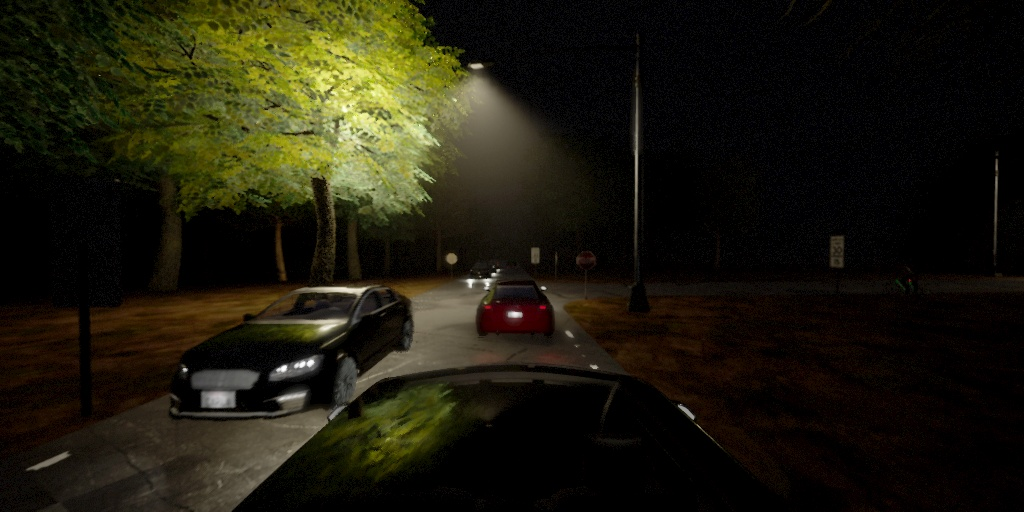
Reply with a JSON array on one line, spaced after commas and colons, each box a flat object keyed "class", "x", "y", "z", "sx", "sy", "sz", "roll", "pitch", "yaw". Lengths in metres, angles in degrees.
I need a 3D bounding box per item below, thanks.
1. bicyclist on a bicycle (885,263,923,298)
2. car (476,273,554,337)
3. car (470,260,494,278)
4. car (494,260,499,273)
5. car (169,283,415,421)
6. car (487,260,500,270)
[{"class": "bicyclist on a bicycle", "x": 18.536, "y": 1.140, "z": 16.986, "sx": 0.582, "sy": 1.620, "sz": 1.656, "roll": -1, "pitch": -1, "yaw": 0}, {"class": "car", "x": 0.089, "y": 1.365, "z": 10.484, "sx": 1.994, "sy": 1.385, "sz": 4.181, "roll": 0, "pitch": 0, "yaw": 0}, {"class": "car", "x": -3.114, "y": 1.383, "z": 36.283, "sx": 1.882, "sy": 1.535, "sz": 5.008, "roll": 0, "pitch": 0, "yaw": 0}, {"class": "car", "x": -3.118, "y": 1.291, "z": 46.567, "sx": 2.097, "sy": 1.767, "sz": 4.553, "roll": 0, "pitch": 0, "yaw": 0}, {"class": "car", "x": -3.104, "y": 1.269, "z": 6.241, "sx": 2.128, "sy": 1.511, "sz": 4.902, "roll": 0, "pitch": 0, "yaw": 0}, {"class": "car", "x": -3.109, "y": 1.433, "z": 59.811, "sx": 1.882, "sy": 1.535, "sz": 5.008, "roll": 0, "pitch": 0, "yaw": 0}]
